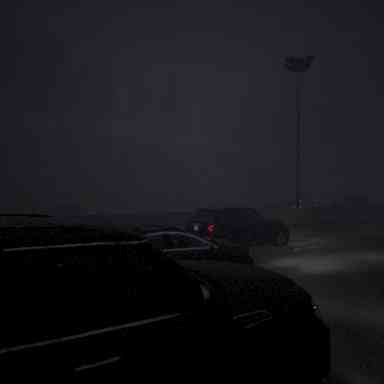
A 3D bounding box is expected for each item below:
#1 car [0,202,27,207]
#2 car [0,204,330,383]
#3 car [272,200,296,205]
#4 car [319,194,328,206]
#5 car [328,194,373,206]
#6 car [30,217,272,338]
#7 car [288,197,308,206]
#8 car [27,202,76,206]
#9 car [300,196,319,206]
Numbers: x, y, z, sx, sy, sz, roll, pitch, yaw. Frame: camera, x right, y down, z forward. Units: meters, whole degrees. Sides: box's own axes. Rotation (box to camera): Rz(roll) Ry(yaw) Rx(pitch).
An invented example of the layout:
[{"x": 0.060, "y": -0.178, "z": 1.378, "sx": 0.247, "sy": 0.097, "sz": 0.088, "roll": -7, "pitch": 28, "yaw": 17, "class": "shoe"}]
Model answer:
[{"x": -14.839, "y": 1.502, "z": 27.653, "sx": 4.181, "sy": 1.385, "sz": 1.994, "roll": 0, "pitch": 0, "yaw": -35, "class": "car"}, {"x": -1.230, "y": 1.216, "z": 2.755, "sx": 5.566, "sy": 2.045, "sz": 2.150, "roll": 0, "pitch": 0, "yaw": -35, "class": "car"}, {"x": 1.883, "y": 1.359, "z": 13.484, "sx": 4.553, "sy": 1.767, "sz": 2.097, "roll": 0, "pitch": 0, "yaw": -35, "class": "car"}, {"x": 21.071, "y": 1.310, "z": 50.678, "sx": 5.566, "sy": 2.045, "sz": 2.150, "roll": 0, "pitch": 0, "yaw": -42, "class": "car"}, {"x": 18.895, "y": 1.302, "z": 39.570, "sx": 5.566, "sy": 2.045, "sz": 2.150, "roll": 0, "pitch": 0, "yaw": -39, "class": "car"}, {"x": -0.720, "y": 1.488, "z": 7.373, "sx": 4.902, "sy": 1.511, "sz": 2.128, "roll": 0, "pitch": 0, "yaw": -35, "class": "car"}, {"x": 10.256, "y": 1.591, "z": 37.219, "sx": 5.357, "sy": 1.411, "sz": 2.033, "roll": 0, "pitch": 0, "yaw": -37, "class": "car"}, {"x": -10.433, "y": 1.520, "z": 26.468, "sx": 4.181, "sy": 1.385, "sz": 1.994, "roll": 0, "pitch": 0, "yaw": -35, "class": "car"}, {"x": 17.247, "y": 1.425, "z": 51.968, "sx": 4.553, "sy": 1.767, "sz": 2.097, "roll": 0, "pitch": 0, "yaw": -41, "class": "car"}]
